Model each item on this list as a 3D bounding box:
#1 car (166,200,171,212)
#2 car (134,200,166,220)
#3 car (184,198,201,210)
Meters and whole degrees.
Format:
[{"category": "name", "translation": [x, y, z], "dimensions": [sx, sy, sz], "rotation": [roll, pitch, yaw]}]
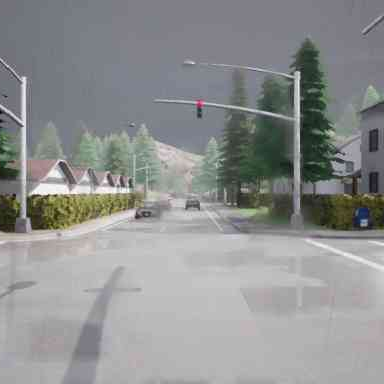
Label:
[{"category": "car", "translation": [-3.501, 1.613, 39.285], "dimensions": [1.895, 1.301, 4.718], "rotation": [0, 0, 0]}, {"category": "car", "translation": [-3.515, 1.573, 27.676], "dimensions": [1.994, 1.385, 4.181], "rotation": [0, 0, 0]}, {"category": "car", "translation": [0.100, 1.518, 43.303], "dimensions": [1.837, 1.490, 4.892], "rotation": [0, 0, 0]}]
